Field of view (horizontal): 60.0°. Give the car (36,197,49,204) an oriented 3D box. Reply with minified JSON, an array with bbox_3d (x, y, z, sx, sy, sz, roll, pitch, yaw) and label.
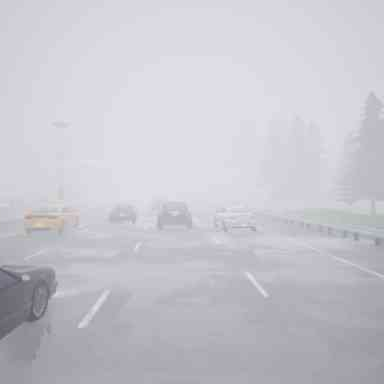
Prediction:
[{"bbox_3d":[-28.847,1.631,64.307,1.895,1.301,4.718,0,0,-19],"label":"car"}]

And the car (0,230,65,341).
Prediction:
[{"bbox_3d":[-3.505,1.553,4.159,2.033,1.411,5.357,0,0,-2],"label":"car"}]

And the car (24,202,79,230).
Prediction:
[{"bbox_3d":[-7.984,1.487,19.335,1.882,1.535,5.008,0,0,-5],"label":"car"}]

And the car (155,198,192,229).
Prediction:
[{"bbox_3d":[-1.221,1.348,21.844,2.097,1.767,4.553,0,0,-6],"label":"car"}]

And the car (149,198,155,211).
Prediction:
[{"bbox_3d":[-4.107,1.500,40.512,1.837,1.490,4.892,0,0,-11],"label":"car"}]

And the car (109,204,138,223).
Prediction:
[{"bbox_3d":[-5.176,1.566,25.488,1.994,1.385,4.181,0,0,-7],"label":"car"}]

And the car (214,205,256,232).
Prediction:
[{"bbox_3d":[2.503,1.515,19.856,1.812,1.442,4.674,0,0,-5],"label":"car"}]
